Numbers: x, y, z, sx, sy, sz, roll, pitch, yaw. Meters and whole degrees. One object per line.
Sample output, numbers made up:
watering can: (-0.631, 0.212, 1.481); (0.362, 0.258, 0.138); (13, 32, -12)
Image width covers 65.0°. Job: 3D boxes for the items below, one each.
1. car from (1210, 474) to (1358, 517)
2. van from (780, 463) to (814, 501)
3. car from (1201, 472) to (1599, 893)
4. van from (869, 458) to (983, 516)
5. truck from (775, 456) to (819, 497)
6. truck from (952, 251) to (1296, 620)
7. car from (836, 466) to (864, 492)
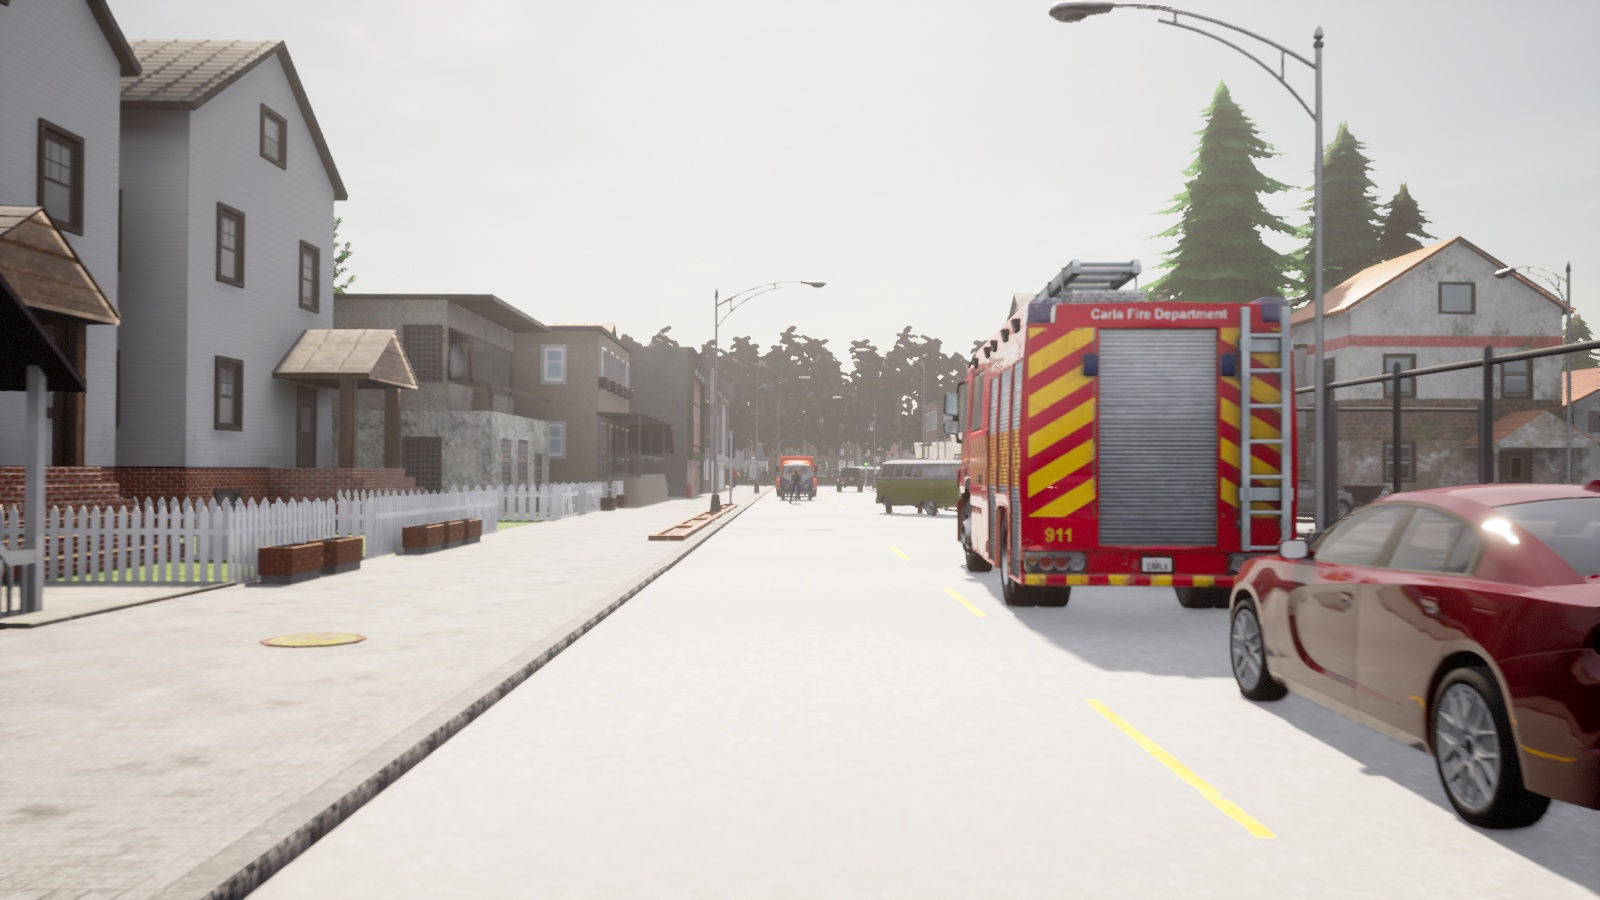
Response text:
car: (16.173, 1.521, 42.123); (4.181, 1.385, 1.994); (0, -1, 0)
van: (-0.170, 1.714, 68.279); (1.775, 1.987, 4.442); (0, -1, 0)
car: (3.943, 0.895, 7.067); (1.882, 1.535, 5.008); (0, -1, 2)
van: (4.512, 1.315, 45.704); (1.775, 1.987, 4.442); (0, -1, -32)
truck: (-0.195, 1.635, 77.589); (2.627, 2.467, 5.204); (0, -1, 0)
truck: (3.874, -0.075, 17.307); (2.891, 3.827, 8.468); (0, -1, 3)
car: (3.763, 2.192, 95.182); (1.905, 1.878, 3.866); (0, -1, 0)
